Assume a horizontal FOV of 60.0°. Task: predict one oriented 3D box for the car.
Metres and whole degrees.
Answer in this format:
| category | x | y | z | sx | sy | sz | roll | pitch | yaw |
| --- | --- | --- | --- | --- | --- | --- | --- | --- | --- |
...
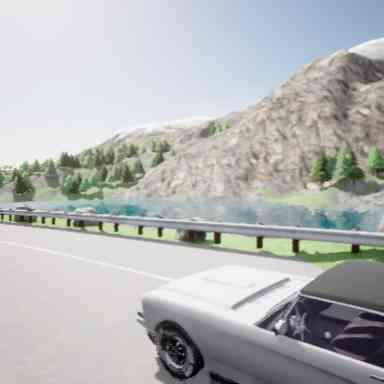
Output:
| category | x | y | z | sx | sy | sz | roll | pitch | yaw |
| --- | --- | --- | --- | --- | --- | --- | --- | --- | --- |
| car | 1.518 | 1.414 | 3.320 | 4.718 | 1.301 | 1.895 | 0 | 3 | 43 |
